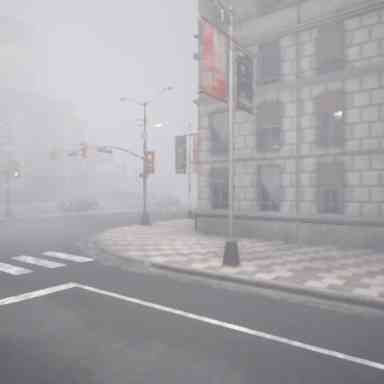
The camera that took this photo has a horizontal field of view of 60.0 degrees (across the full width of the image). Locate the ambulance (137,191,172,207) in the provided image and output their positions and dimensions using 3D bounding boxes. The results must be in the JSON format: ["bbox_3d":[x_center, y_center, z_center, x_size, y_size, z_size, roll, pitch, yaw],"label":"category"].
[{"bbox_3d":[-5.834,0.992,52.411,2.351,2.431,6.366,0,0,36],"label":"ambulance"}]

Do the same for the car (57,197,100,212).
[{"bbox_3d":[-12.670,1.318,37.139,2.097,1.767,4.553,0,0,36],"label":"car"}]

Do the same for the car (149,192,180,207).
[{"bbox_3d":[-3.737,1.331,49.339,2.097,1.767,4.553,0,0,36],"label":"car"}]
